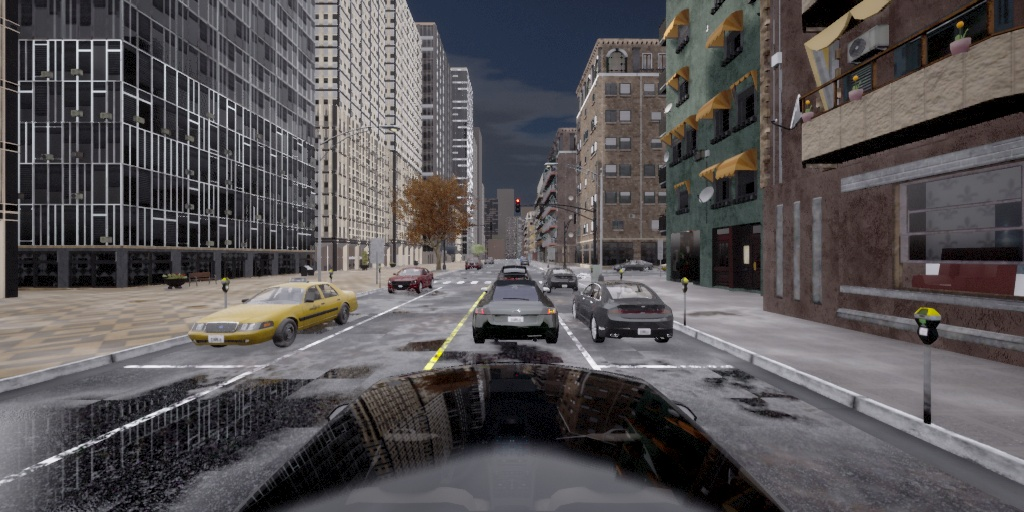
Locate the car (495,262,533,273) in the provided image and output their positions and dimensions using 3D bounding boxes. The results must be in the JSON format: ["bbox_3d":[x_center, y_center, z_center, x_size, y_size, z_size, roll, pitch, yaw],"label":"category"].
[{"bbox_3d":[0.107,1.259,19.670,1.837,1.490,4.892,0,0,-1],"label":"car"}]

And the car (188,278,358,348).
[{"bbox_3d":[-5.690,1.276,9.305,1.751,1.417,4.829,0,0,0],"label":"car"}]

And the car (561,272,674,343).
[{"bbox_3d":[2.690,1.301,9.473,2.007,1.370,4.403,0,0,0],"label":"car"}]

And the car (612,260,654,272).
[{"bbox_3d":[13.440,1.108,39.954,4.403,1.370,2.007,0,0,-1],"label":"car"}]

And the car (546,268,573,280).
[{"bbox_3d":[2.691,1.305,20.539,2.007,1.370,4.403,0,0,0],"label":"car"}]

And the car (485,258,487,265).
[{"bbox_3d":[-5.684,1.356,58.451,1.948,1.339,4.313,0,0,0],"label":"car"}]

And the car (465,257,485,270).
[{"bbox_3d":[-5.685,1.098,52.928,2.192,1.841,5.009,0,0,0],"label":"car"}]

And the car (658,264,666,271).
[{"bbox_3d":[18.837,1.006,40.008,4.829,1.417,1.751,0,0,-1],"label":"car"}]

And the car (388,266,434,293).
[{"bbox_3d":[-5.689,1.299,20.540,1.888,1.381,4.507,0,0,0],"label":"car"}]

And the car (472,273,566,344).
[{"bbox_3d":[0.088,1.315,9.621,1.994,1.385,4.181,0,0,0],"label":"car"}]
